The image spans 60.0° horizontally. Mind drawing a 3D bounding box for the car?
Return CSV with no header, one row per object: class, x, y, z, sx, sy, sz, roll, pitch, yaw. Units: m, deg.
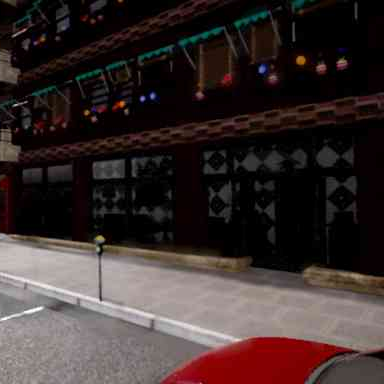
car,1.720,1.541,1.658,4.507,1.381,1.887,0,-1,36
